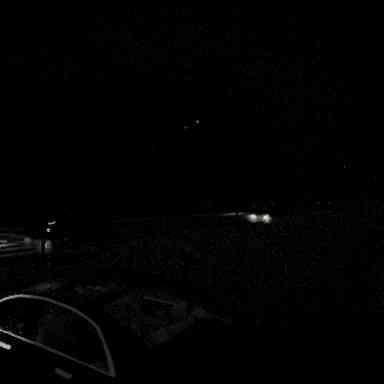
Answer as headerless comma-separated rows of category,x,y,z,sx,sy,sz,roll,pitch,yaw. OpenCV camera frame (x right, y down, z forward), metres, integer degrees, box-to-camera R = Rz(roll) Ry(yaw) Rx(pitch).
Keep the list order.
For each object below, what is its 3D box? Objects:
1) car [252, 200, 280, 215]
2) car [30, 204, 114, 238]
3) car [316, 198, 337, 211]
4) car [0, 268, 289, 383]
car,9.165,1.801,41.089,2.097,1.767,4.553,1,0,36
car,-6.675,1.488,18.883,2.097,1.767,4.553,1,0,35
car,21.852,1.994,53.864,2.150,2.045,5.566,1,-2,35
car,-1.213,1.558,3.654,4.403,1.369,2.008,0,1,36
